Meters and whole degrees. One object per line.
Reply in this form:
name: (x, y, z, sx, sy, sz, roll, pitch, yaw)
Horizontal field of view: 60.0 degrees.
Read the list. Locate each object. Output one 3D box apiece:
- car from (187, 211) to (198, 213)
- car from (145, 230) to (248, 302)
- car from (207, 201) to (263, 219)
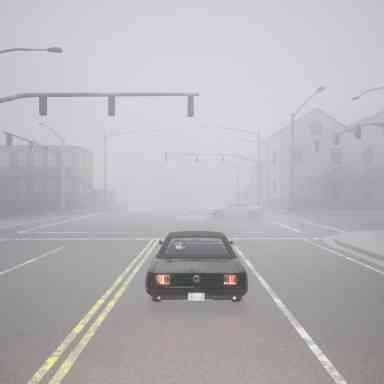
car: (0.121, 3.719, 51.543, 1.882, 1.535, 5.008, 0, -10, 0)
car: (0.101, 1.601, 8.210, 1.895, 1.301, 4.718, 0, 0, 0)
car: (3.641, 1.515, 28.042, 4.674, 1.442, 1.812, 1, 0, -1)
